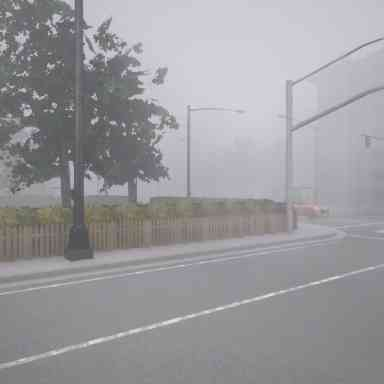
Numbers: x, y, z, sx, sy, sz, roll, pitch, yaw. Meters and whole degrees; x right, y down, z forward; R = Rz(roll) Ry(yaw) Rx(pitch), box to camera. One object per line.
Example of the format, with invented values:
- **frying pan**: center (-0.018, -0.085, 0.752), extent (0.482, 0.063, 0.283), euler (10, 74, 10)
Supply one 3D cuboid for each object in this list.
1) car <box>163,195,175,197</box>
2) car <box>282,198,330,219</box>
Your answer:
- **car**: center (-4.339, 1.352, 56.455), extent (2.097, 1.767, 4.553), euler (0, 0, -34)
- **car**: center (9.838, 1.352, 29.541), extent (2.097, 1.767, 4.553), euler (0, 0, -35)
